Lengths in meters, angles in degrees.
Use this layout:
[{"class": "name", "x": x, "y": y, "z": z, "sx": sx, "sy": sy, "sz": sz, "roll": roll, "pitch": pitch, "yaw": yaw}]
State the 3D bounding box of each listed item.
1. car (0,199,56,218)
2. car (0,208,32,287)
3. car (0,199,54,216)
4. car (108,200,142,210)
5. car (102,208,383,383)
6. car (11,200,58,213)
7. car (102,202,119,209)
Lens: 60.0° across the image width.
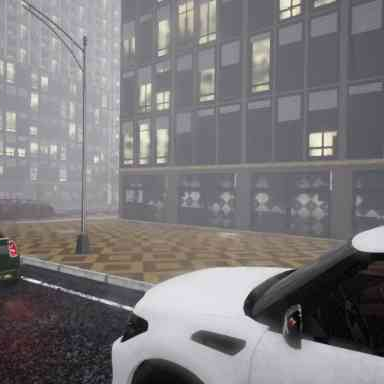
[{"class": "car", "x": -15.139, "y": 1.519, "z": 30.178, "sx": 2.192, "sy": 1.841, "sz": 5.009, "roll": 1, "pitch": 0, "yaw": 36}, {"class": "car", "x": -6.177, "y": 1.348, "z": 8.062, "sx": 4.553, "sy": 1.767, "sz": 2.097, "roll": 0, "pitch": 0, "yaw": 35}, {"class": "car", "x": -17.900, "y": 1.627, "z": 36.185, "sx": 2.128, "sy": 1.511, "sz": 4.902, "roll": 1, "pitch": 1, "yaw": 36}, {"class": "car", "x": -9.527, "y": 1.863, "z": 47.558, "sx": 1.895, "sy": 1.301, "sz": 4.718, "roll": 1, "pitch": 0, "yaw": 36}, {"class": "car", "x": 1.900, "y": 1.222, "z": 2.327, "sx": 5.566, "sy": 2.045, "sz": 2.150, "roll": 0, "pitch": 0, "yaw": 36}, {"class": "car", "x": -18.652, "y": 1.642, "z": 39.547, "sx": 1.752, "sy": 1.417, "sz": 4.829, "roll": 1, "pitch": 0, "yaw": 36}, {"class": "car", "x": -8.356, "y": 1.830, "z": 39.400, "sx": 1.752, "sy": 1.417, "sz": 4.829, "roll": 1, "pitch": 0, "yaw": 36}]
